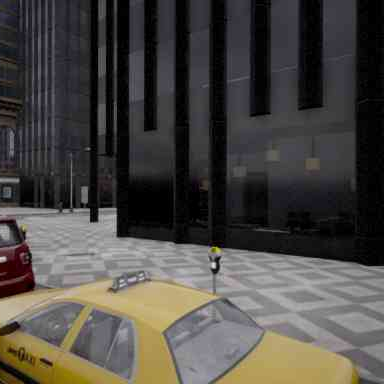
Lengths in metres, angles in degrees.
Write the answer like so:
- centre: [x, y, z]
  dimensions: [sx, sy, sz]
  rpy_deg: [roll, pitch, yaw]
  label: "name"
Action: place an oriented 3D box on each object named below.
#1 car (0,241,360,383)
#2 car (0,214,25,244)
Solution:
- centre: [-0.849, 1.525, 3.557]
  dimensions: [4.829, 1.417, 1.752]
  rpy_deg: [0, 0, 35]
  label: "car"
- centre: [-5.143, 1.313, 6.585]
  dimensions: [5.009, 1.841, 2.192]
  rpy_deg: [0, 0, 35]
  label: "car"
